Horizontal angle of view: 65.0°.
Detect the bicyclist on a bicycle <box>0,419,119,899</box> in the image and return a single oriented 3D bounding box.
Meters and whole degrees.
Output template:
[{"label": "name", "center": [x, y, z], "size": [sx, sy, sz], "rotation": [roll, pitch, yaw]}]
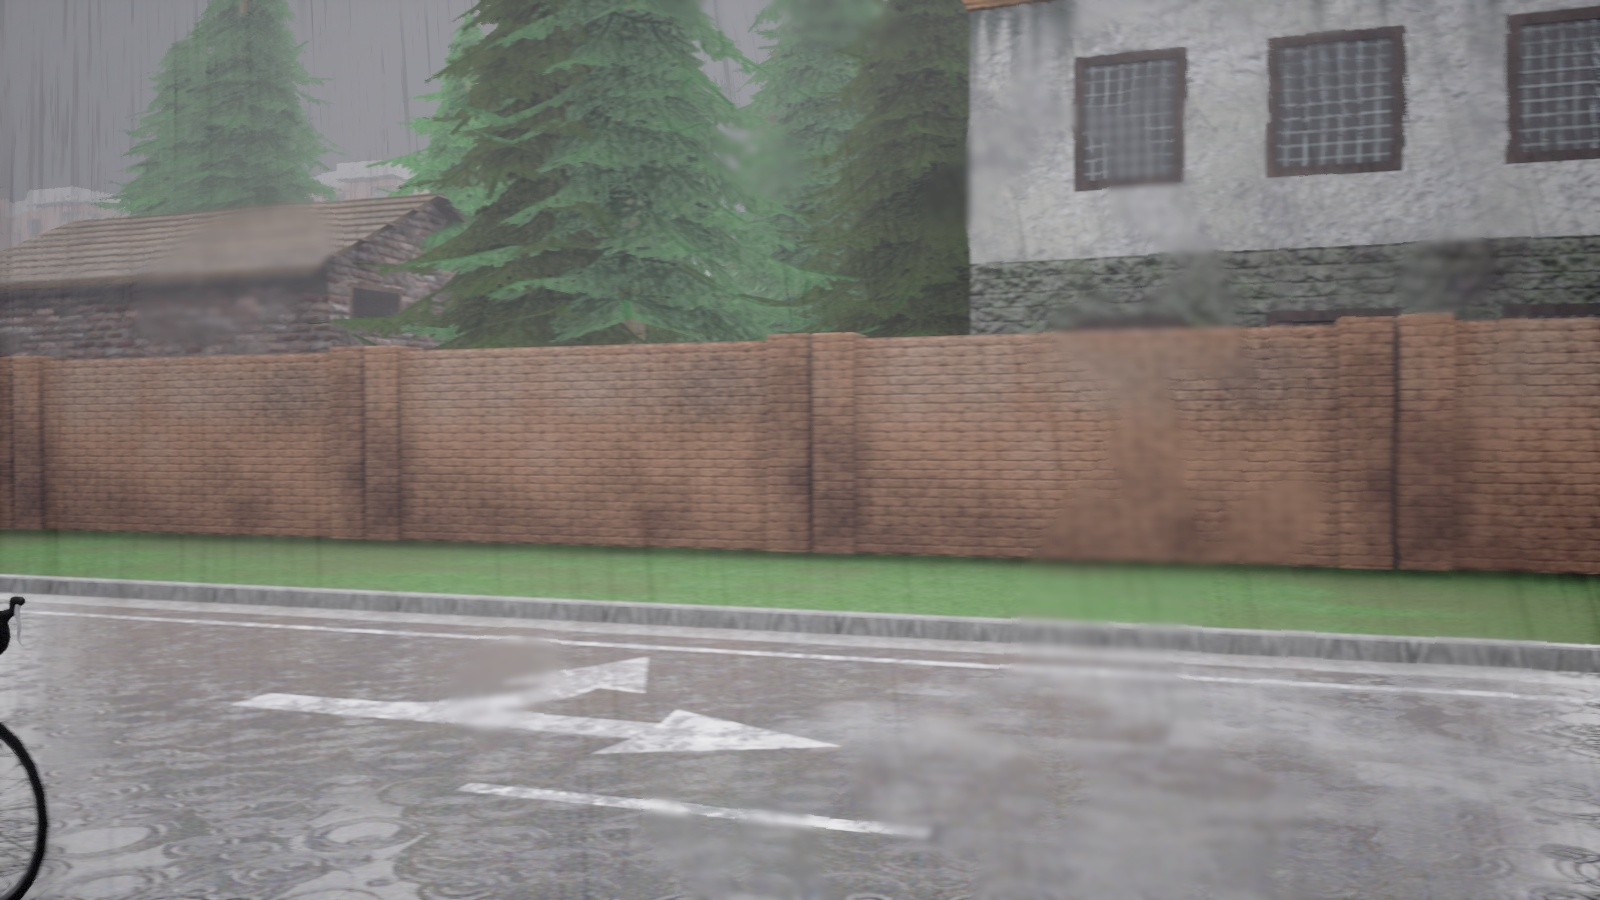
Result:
[{"label": "bicyclist on a bicycle", "center": [-3.200, 0.699, 4.270], "size": [1.656, 1.620, 0.582], "rotation": [1, 1, 19]}]
